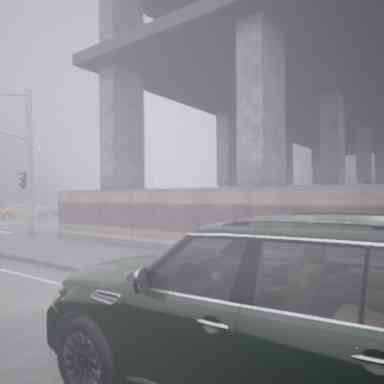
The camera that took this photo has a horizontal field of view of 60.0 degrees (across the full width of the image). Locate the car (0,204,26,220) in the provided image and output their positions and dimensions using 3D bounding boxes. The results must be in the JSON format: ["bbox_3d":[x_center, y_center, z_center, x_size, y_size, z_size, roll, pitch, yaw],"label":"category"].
[{"bbox_3d":[-17.010,1.892,32.903,1.882,1.535,5.008,-1,0,36],"label":"car"}]

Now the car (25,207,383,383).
[{"bbox_3d":[0.849,1.236,3.385,5.566,2.045,2.150,0,0,36],"label":"car"}]

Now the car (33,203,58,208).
[{"bbox_3d":[-12.961,1.867,32.543,2.128,1.511,4.902,-1,0,36],"label":"car"}]
